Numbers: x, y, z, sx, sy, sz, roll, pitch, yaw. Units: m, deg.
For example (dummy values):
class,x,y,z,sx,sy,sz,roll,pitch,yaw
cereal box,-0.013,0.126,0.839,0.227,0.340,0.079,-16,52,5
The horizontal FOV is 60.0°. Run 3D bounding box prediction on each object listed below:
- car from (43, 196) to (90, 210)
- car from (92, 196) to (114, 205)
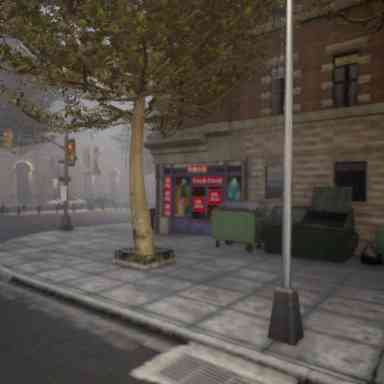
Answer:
class,x,y,z,sx,sy,sz,roll,pitch,yaw
car,-13.625,1.190,35.764,1.812,1.442,4.674,1,0,37
car,-13.425,1.199,47.056,1.895,1.301,4.718,1,0,37
